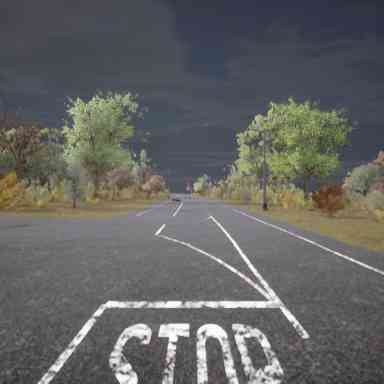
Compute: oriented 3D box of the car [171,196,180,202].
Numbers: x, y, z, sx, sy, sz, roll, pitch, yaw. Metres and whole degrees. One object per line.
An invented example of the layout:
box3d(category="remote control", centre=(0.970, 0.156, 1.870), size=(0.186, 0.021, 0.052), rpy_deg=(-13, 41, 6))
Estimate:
box3d(category="car", centre=(-3.582, 1.533, 73.519), size=(2.033, 1.411, 5.357), rpy_deg=(0, 0, 3))
